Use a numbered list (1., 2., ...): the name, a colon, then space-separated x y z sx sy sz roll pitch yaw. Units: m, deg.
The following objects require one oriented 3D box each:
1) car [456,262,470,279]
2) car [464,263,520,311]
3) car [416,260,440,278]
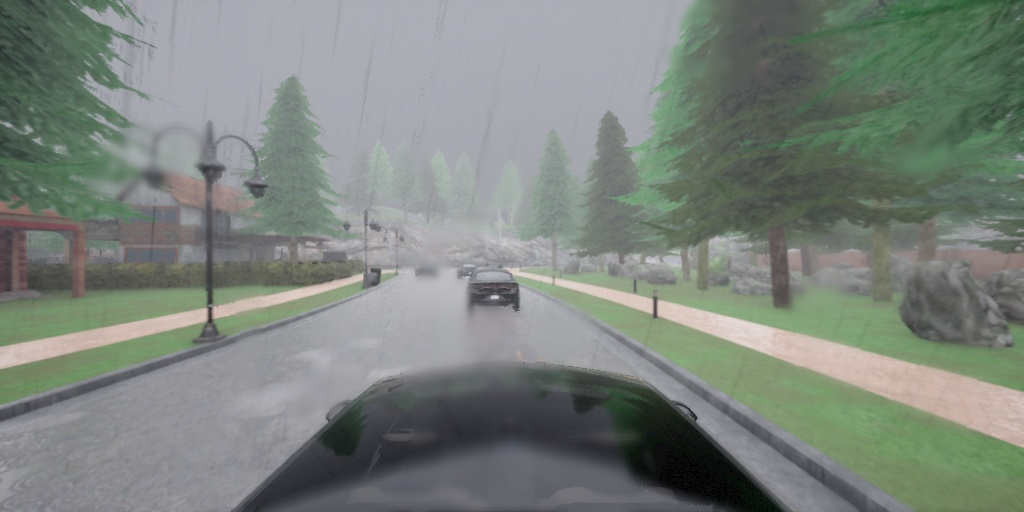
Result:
1. car: -3.881 1.298 32.193 1.812 1.442 4.674 0 0 -11
2. car: -0.829 1.234 14.500 1.882 1.535 5.008 0 0 -6
3. car: -8.054 1.139 34.479 2.097 1.767 4.553 0 0 -11
